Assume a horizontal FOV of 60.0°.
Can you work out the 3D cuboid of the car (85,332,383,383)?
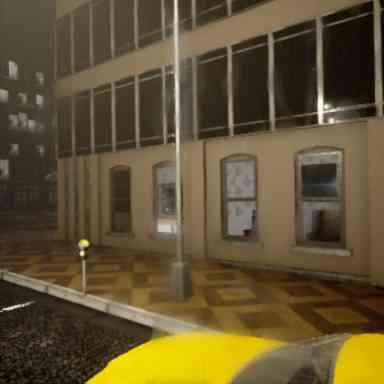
[{"bbox_3d":[1.249,1.525,1.962,4.829,1.417,1.752,0,-1,36],"label":"car"}]
